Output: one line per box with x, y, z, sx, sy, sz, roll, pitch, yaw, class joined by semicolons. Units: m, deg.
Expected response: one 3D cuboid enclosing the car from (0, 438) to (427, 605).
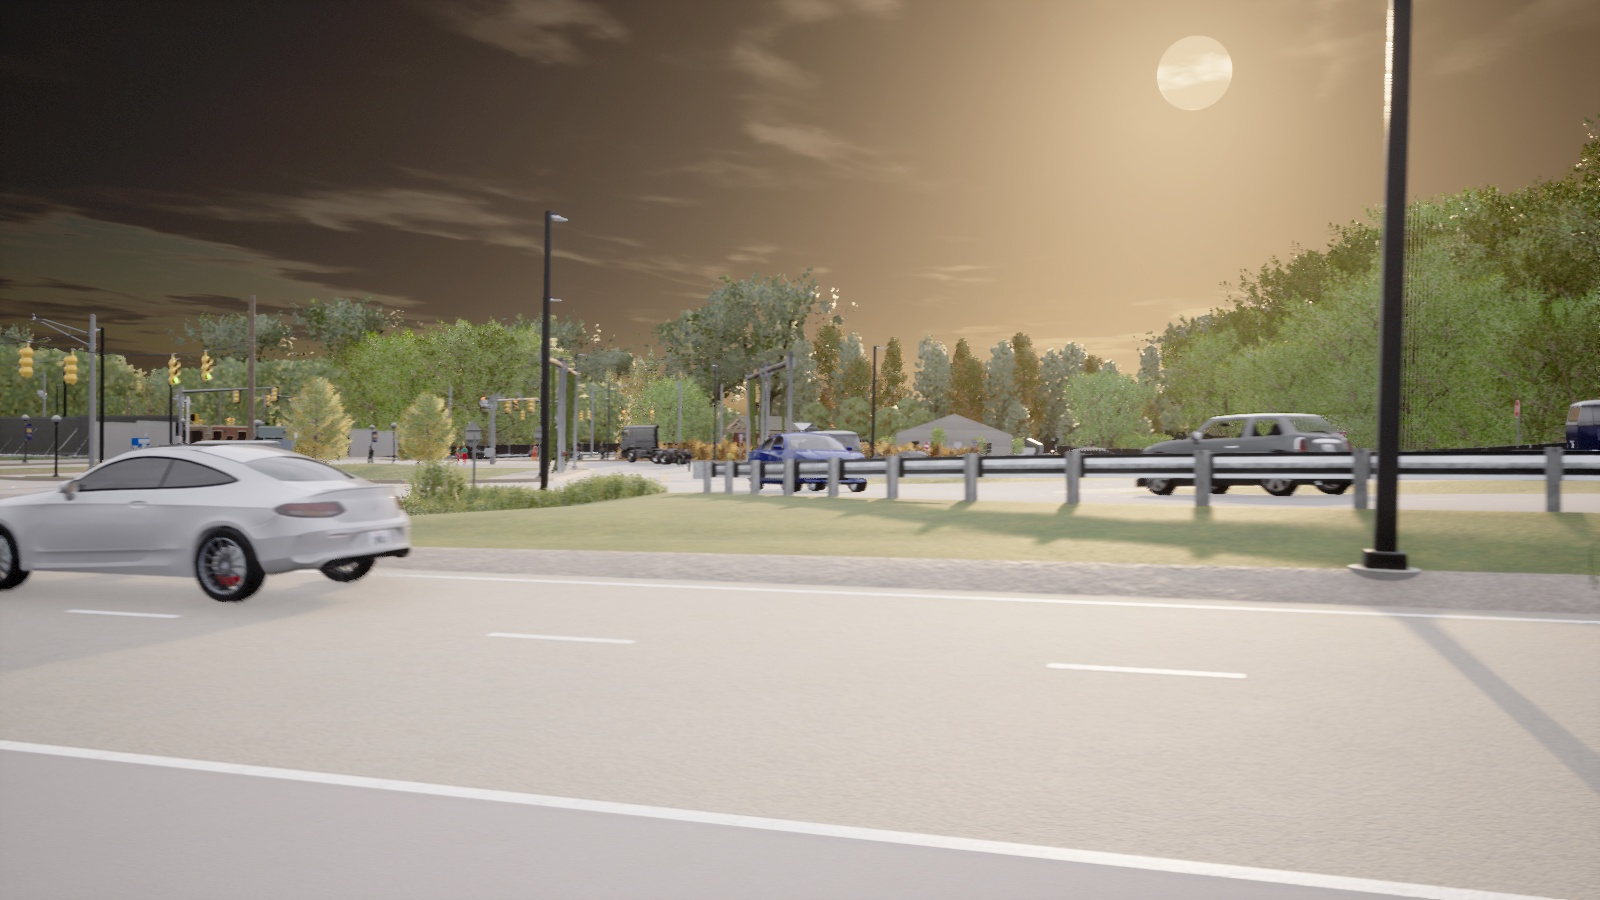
-6.315;0.617;12.703;4.674;1.442;1.812;1;1;19;car

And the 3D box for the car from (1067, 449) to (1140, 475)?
20.812;0.790;86.265;4.611;1.667;2.242;0;1;7;car

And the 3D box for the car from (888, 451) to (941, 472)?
8.397;0.851;92.432;1.837;1.490;4.892;0;-1;-21;car

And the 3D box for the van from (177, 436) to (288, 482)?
-25.188;0.372;55.794;4.442;1.987;1.775;0;1;18;van

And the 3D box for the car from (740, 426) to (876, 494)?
0.088;0.287;31.605;1.882;1.535;5.008;1;-1;-19;car

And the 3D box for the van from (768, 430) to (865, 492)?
0.503;0.370;43.106;1.775;1.987;4.442;-1;0;-21;van

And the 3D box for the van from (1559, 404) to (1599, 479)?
23.356;-0.317;33.993;4.442;1.987;1.775;-3;0;20;van

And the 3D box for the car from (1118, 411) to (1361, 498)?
8.031;0.123;23.240;1.970;1.475;3.806;1;-2;-34;car
